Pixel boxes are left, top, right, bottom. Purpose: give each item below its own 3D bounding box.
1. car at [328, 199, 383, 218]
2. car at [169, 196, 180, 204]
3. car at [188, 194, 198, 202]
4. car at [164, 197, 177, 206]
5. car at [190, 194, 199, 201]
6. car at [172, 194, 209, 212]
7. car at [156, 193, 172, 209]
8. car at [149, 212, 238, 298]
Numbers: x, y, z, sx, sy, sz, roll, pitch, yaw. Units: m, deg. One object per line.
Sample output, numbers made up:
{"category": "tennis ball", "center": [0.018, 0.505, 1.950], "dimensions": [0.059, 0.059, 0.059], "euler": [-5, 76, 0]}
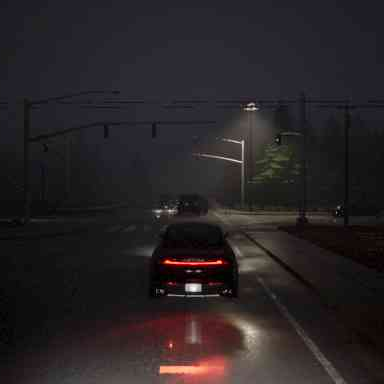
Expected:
{"category": "car", "center": [14.590, 1.379, 29.660], "dimensions": [4.553, 1.767, 2.097], "euler": [0, 0, 1]}
{"category": "car", "center": [-3.414, 1.505, 65.934], "dimensions": [1.837, 1.490, 4.892], "euler": [0, 0, 1]}
{"category": "car", "center": [0.286, 1.353, 73.218], "dimensions": [2.097, 1.767, 4.553], "euler": [0, 0, 2]}
{"category": "car", "center": [-3.557, 1.564, 55.864], "dimensions": [1.994, 1.385, 4.181], "euler": [0, 0, 0]}
{"category": "car", "center": [0.671, 1.297, 83.258], "dimensions": [2.097, 1.767, 4.553], "euler": [0, 0, 2]}
{"category": "car", "center": [0.154, 1.234, 33.080], "dimensions": [2.150, 2.045, 5.566], "euler": [2, 1, 15]}
{"category": "car", "center": [-3.591, 1.221, 45.938], "dimensions": [2.150, 2.045, 5.566], "euler": [0, 0, 0]}
{"category": "car", "center": [0.049, 1.501, 8.525], "dimensions": [1.837, 1.490, 4.892], "euler": [0, 0, 1]}
